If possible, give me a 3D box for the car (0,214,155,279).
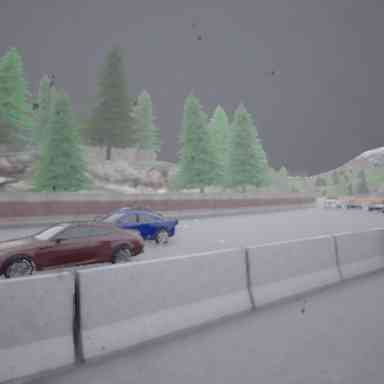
[{"bbox_3d":[-3.681,1.610,10.098,4.674,1.442,1.812,0,-1,-37],"label":"car"}]

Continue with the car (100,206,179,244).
[{"bbox_3d":[-3.049,1.602,14.979,5.008,1.535,1.882,0,-1,-39],"label":"car"}]

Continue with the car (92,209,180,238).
[{"bbox_3d":[-3.148,1.761,19.359,4.718,1.301,1.895,0,-1,-39],"label":"car"}]

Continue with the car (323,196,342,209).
[{"bbox_3d":[23.033,1.670,54.262,2.150,2.045,5.566,0,-1,33],"label":"car"}]

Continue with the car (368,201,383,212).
[{"bbox_3d":[24.867,1.917,44.405,2.033,1.411,5.357,0,-1,36],"label":"car"}]

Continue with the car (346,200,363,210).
[{"bbox_3d":[24.888,1.985,50.766,1.994,1.385,4.181,0,-1,34],"label":"car"}]
